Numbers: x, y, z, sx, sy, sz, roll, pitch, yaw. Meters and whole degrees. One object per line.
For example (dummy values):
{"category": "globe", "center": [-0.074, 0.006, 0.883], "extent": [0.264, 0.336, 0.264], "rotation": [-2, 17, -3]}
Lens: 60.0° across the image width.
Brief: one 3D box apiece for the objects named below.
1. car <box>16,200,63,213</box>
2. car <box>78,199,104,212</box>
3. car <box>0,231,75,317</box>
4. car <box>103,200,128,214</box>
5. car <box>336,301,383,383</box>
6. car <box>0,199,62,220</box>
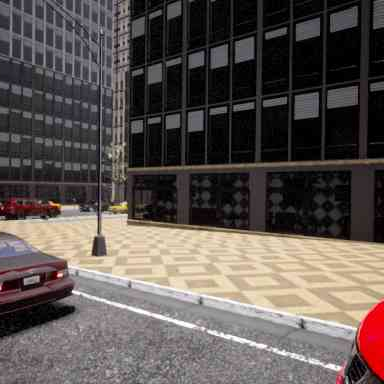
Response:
{"category": "car", "center": [-17.862, 1.643, 39.158], "extent": [1.752, 1.417, 4.829], "rotation": [1, 0, 37]}
{"category": "car", "center": [-12.185, 1.716, 42.449], "extent": [1.837, 1.490, 4.892], "rotation": [1, 1, 36]}
{"category": "car", "center": [-4.772, 1.544, 7.100], "extent": [5.357, 1.411, 2.033], "rotation": [0, 0, 35]}
{"category": "car", "center": [-7.567, 1.830, 38.972], "extent": [1.752, 1.417, 4.829], "rotation": [1, 0, 37]}
{"category": "car", "center": [3.501, 1.222, 1.178], "extent": [5.566, 2.045, 2.150], "rotation": [0, 0, 36]}
{"category": "car", "center": [-14.385, 1.519, 29.775], "extent": [2.192, 1.841, 5.009], "rotation": [1, 0, 37]}
